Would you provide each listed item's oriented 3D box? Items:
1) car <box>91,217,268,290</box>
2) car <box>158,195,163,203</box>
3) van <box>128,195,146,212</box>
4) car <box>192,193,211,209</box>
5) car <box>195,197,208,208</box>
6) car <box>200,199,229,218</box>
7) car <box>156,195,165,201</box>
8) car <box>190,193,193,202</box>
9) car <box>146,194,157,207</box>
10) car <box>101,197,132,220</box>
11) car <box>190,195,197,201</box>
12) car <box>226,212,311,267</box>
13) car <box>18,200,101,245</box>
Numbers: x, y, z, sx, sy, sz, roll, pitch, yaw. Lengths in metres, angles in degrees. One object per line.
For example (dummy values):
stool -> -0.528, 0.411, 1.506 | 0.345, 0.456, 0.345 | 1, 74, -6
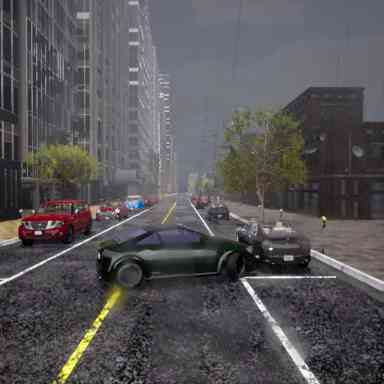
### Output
car -> -0.399, 1.557, 8.905 | 4.181, 1.385, 1.994 | 0, 0, -19
car -> -7.416, 1.522, 66.274 | 1.887, 1.381, 4.507 | -1, 0, -1
van -> -6.690, 1.329, 38.610 | 1.690, 1.788, 3.998 | -1, 0, -1
car -> 1.541, 1.301, 44.353 | 2.192, 1.841, 5.009 | -1, 0, -1
car -> 1.395, 1.509, 50.056 | 1.752, 1.417, 4.829 | -1, 0, -1
car -> 2.013, 1.543, 27.021 | 2.008, 1.369, 4.403 | -1, 0, -1
car -> -7.849, 1.496, 82.703 | 1.752, 1.417, 4.829 | -1, 0, -1
car -> 0.813, 1.290, 72.017 | 2.192, 1.841, 5.009 | -1, 0, -1
car -> -6.982, 1.298, 49.675 | 2.192, 1.841, 5.009 | -1, 0, -1
car -> -6.390, 1.432, 26.816 | 1.967, 1.590, 4.097 | -1, 0, -1
car -> 0.380, 1.551, 88.614 | 1.802, 1.307, 4.206 | -1, 0, -1
car -> 2.549, 1.548, 11.161 | 2.008, 1.369, 4.403 | -1, 0, -1
car -> -6.190, 1.310, 15.748 | 2.192, 1.841, 5.009 | -1, 0, -1
